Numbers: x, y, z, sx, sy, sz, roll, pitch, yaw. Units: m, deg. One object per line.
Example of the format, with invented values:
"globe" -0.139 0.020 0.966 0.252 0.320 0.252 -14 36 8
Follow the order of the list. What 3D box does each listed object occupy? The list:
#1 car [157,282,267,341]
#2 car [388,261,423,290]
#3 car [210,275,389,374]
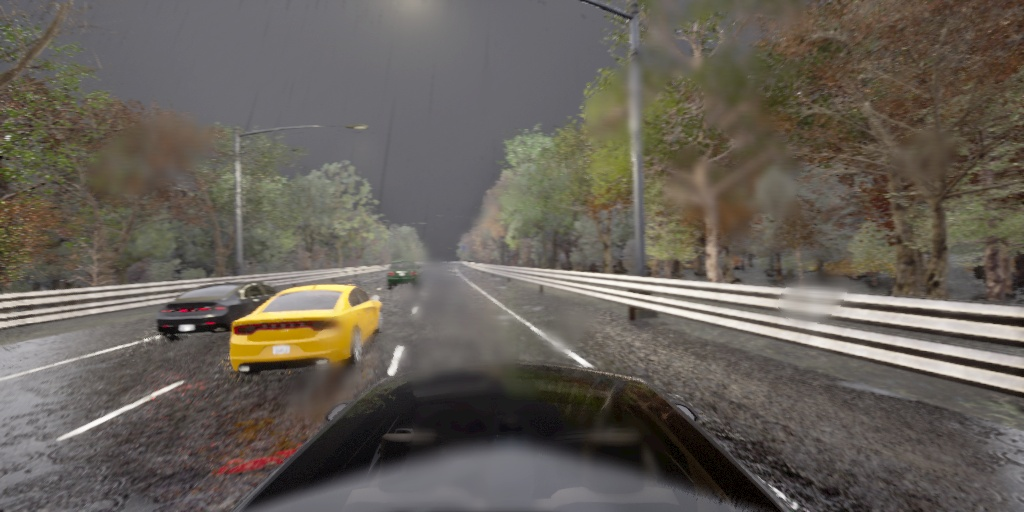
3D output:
"car" -8.464 1.551 11.180 1.837 1.490 4.892 -2 -1 -11
"car" -8.093 1.386 27.335 2.150 2.045 5.566 -1 0 -11
"car" -4.204 1.382 8.174 1.882 1.535 5.008 -1 -1 -12
